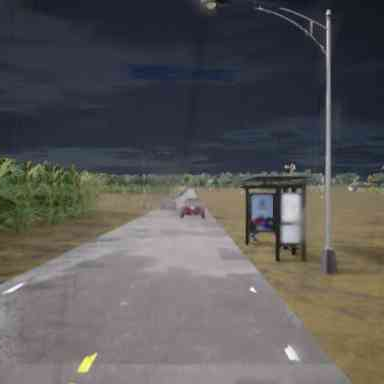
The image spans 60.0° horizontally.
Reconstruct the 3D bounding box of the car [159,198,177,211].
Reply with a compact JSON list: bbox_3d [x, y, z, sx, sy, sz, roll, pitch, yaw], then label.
[{"bbox_3d":[-2.836,1.500,40.202,1.837,1.490,4.892,0,0,0],"label":"car"}]

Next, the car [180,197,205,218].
[{"bbox_3d":[0.063,1.334,29.687,2.097,1.767,4.553,0,0,0],"label":"car"}]

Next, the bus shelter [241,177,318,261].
[{"bbox_3d":[3.126,0.864,12.766,1.920,2.740,3.880,0,0,0],"label":"bus shelter"}]

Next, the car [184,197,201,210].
[{"bbox_3d":[0.063,1.489,45.087,2.128,1.511,4.902,0,0,0],"label":"car"}]
